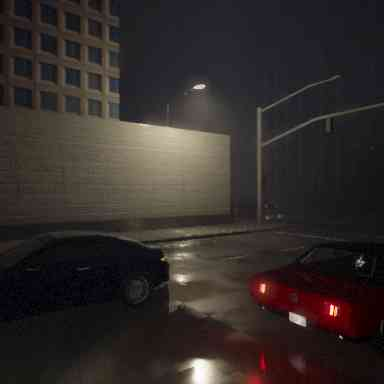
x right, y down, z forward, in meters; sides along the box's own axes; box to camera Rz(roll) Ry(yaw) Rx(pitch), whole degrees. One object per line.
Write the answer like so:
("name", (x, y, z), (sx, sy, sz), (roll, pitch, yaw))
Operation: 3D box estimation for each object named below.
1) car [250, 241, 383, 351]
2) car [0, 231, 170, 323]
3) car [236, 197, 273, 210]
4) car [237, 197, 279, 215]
("car", (3.389, 1.600, 6.200), (4.718, 1.301, 1.895), (0, 0, -35))
("car", (-2.629, 1.525, 6.414), (4.674, 1.442, 1.812), (0, 0, -35))
("car", (8.363, 1.540, 44.934), (2.128, 1.511, 4.902), (0, 0, -36))
("car", (6.800, 1.402, 34.659), (2.097, 1.767, 4.553), (0, 0, -35))
